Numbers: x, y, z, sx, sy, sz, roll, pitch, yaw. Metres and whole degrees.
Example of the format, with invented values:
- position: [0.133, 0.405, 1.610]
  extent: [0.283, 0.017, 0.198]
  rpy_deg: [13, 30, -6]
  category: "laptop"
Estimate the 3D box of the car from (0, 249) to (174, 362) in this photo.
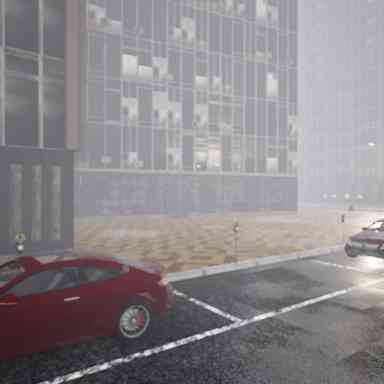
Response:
- position: [-2.259, 1.583, 4.949]
  extent: [4.206, 1.307, 1.802]
  rpy_deg: [0, 0, -35]
  category: "car"

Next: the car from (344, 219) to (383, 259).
- position: [7.031, 1.588, 11.535]
  extent: [4.206, 1.307, 1.802]
  rpy_deg: [0, 0, -35]
  category: "car"
